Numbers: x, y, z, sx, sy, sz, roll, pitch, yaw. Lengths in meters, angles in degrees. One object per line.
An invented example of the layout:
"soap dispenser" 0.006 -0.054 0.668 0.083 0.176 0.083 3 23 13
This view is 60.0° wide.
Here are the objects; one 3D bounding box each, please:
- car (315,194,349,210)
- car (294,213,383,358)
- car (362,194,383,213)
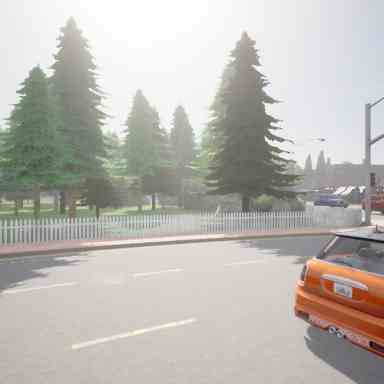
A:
"car" 18.063 1.276 43.463 2.150 2.045 5.566 0 0 -8
"car" 3.966 1.352 5.453 4.553 1.767 2.097 0 0 -26
"car" 19.419 1.277 33.192 2.150 2.045 5.566 0 0 -7
